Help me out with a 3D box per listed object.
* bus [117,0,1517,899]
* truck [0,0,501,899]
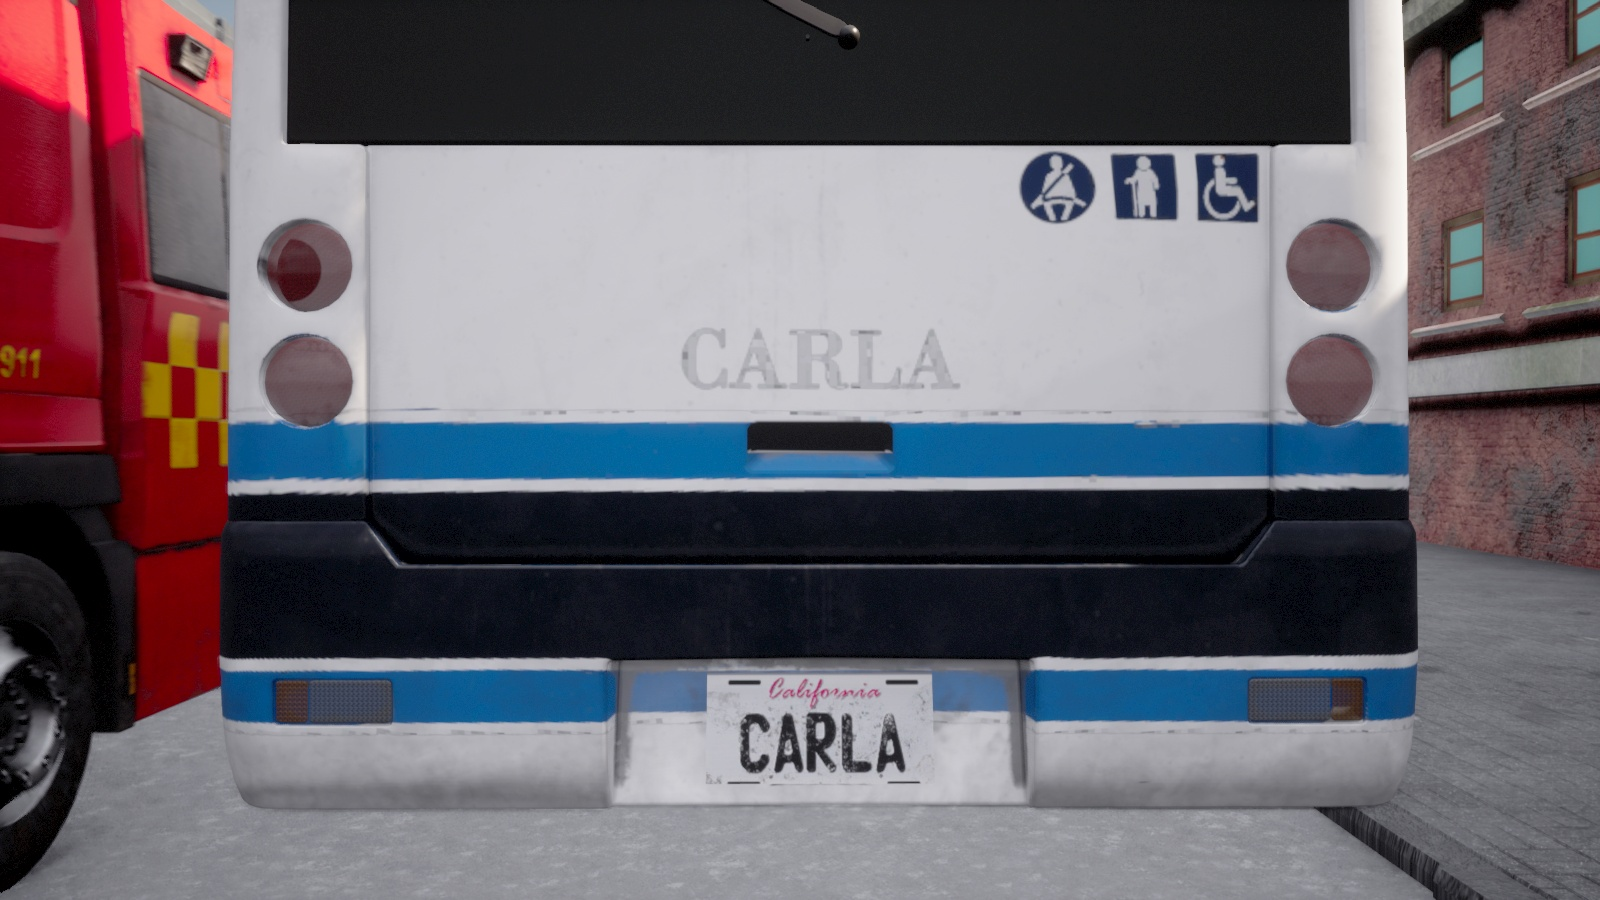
[{"bbox_3d":[0.025,-0.679,8.677,3.944,4.253,10.273,0,0,0],"label":"bus"},{"bbox_3d":[-3.979,-0.458,6.373,2.891,3.827,8.468,0,0,0],"label":"truck"}]
